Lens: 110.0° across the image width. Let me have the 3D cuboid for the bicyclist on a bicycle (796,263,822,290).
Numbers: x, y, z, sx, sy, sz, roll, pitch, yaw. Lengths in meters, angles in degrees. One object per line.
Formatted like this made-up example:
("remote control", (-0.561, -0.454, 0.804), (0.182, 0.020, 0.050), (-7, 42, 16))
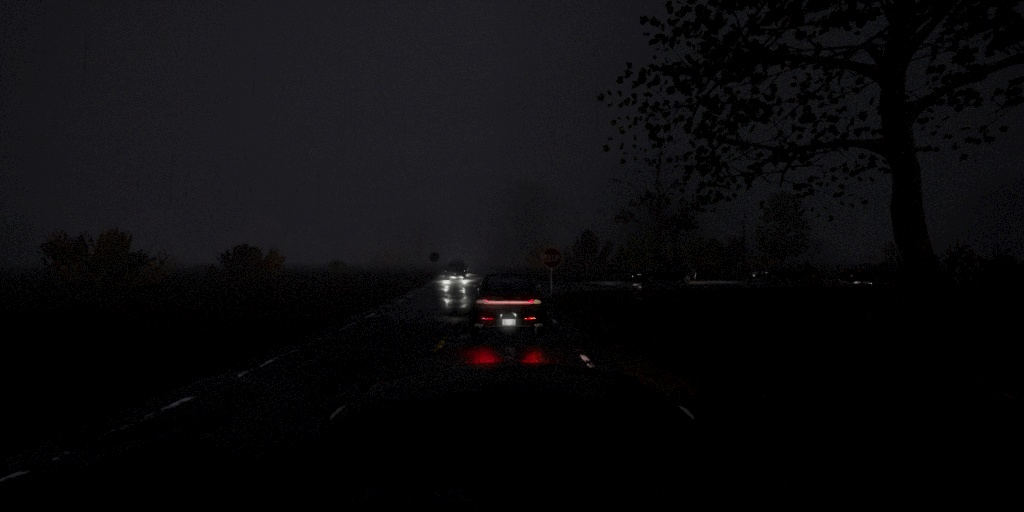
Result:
("bicyclist on a bicycle", (18.043, 1.231, 21.798), (0.582, 1.620, 1.656), (0, 0, -9))

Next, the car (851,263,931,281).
("car", (32.080, 1.363, 30.411), (5.357, 1.411, 2.033), (0, 0, -9))

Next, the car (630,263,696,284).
("car", (11.426, 1.281, 27.187), (4.892, 1.490, 1.837), (0, 0, -9))

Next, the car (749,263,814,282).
("car", (21.580, 1.287, 28.777), (4.902, 1.511, 2.128), (0, 0, -9))

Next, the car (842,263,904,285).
("car", (27.103, 1.276, 26.406), (5.008, 1.535, 1.882), (0, 0, -9))

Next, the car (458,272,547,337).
("car", (-0.135, 1.240, 10.300), (2.128, 1.511, 4.902), (0, 0, -2))

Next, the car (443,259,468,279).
("car", (-4.999, 1.246, 32.080), (1.837, 1.490, 4.892), (0, 0, -7))
